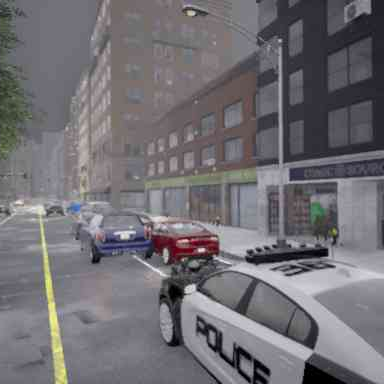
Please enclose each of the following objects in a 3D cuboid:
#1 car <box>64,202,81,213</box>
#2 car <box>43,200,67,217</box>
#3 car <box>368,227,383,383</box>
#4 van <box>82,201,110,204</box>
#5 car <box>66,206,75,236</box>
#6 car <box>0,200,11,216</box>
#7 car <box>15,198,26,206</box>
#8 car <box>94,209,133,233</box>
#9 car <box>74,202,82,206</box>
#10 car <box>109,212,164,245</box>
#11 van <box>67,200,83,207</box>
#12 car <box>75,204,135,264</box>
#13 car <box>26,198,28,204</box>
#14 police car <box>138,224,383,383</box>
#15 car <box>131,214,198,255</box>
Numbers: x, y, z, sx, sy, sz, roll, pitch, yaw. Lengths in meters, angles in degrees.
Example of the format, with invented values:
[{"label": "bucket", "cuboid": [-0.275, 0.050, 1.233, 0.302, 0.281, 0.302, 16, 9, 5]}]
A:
[{"label": "car", "cuboid": [-17.357, 2.224, 48.265, 1.947, 1.339, 4.313, 0, -1, -25]}, {"label": "car", "cuboid": [-16.089, 2.056, 38.858, 1.837, 1.490, 4.892, 0, -1, -25]}, {"label": "car", "cuboid": [4.123, 1.308, 2.079, 2.192, 1.841, 5.009, 0, -1, -25]}, {"label": "van", "cuboid": [-7.811, 1.714, 27.739, 1.690, 1.788, 3.998, 0, -1, -25]}, {"label": "car", "cuboid": [-5.640, 1.759, 18.437, 1.837, 1.490, 4.892, 0, -1, -25]}, {"label": "car", "cuboid": [-22.685, 1.919, 39.504, 2.192, 1.841, 5.009, 0, -1, -25]}, {"label": "car", "cuboid": [-41.036, 2.654, 78.958, 1.752, 1.417, 4.829, 0, -1, -25]}, {"label": "car", "cuboid": [-5.422, 1.881, 22.605, 1.802, 1.307, 4.206, 0, -1, -25]}, {"label": "car", "cuboid": [-10.196, 1.990, 32.869, 1.887, 1.381, 4.507, 0, -1, -25]}, {"label": "car", "cuboid": [-3.034, 1.806, 17.473, 1.802, 1.307, 4.206, 0, -1, -25]}, {"label": "van", "cuboid": [-14.972, 1.929, 43.135, 1.690, 1.788, 3.998, 0, -1, -25]}, {"label": "car", "cuboid": [-3.117, 1.526, 12.963, 2.097, 1.767, 4.553, 0, -1, -25]}, {"label": "car", "cuboid": [-43.406, 2.749, 84.053, 2.008, 1.369, 4.403, 0, -1, -25]}, {"label": "police car", "cuboid": [1.060, 1.465, 4.032, 1.930, 1.638, 5.238, 0, -1, -25]}, {"label": "car", "cuboid": [-0.648, 1.693, 12.341, 1.887, 1.381, 4.507, 0, -1, -25]}]
